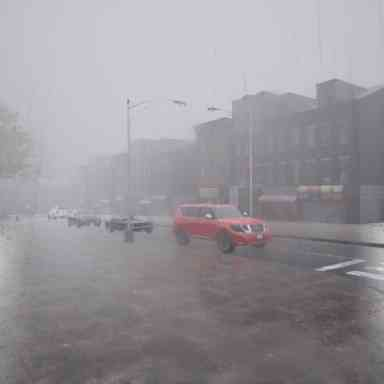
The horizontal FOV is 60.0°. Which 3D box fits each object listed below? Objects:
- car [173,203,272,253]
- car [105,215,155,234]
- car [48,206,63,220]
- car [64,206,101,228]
[{"bbox_3d":[1.182,1.565,15.849,2.150,2.045,5.566,0,-2,-35],"label":"car"},{"bbox_3d":[-4.532,2.290,23.854,1.895,1.301,4.718,0,-2,-36],"label":"car"},{"bbox_3d":[-20.634,3.198,51.508,2.150,2.045,5.566,0,-2,-35],"label":"car"},{"bbox_3d":[-10.464,2.440,32.182,2.097,1.767,4.553,0,-2,-35],"label":"car"}]
